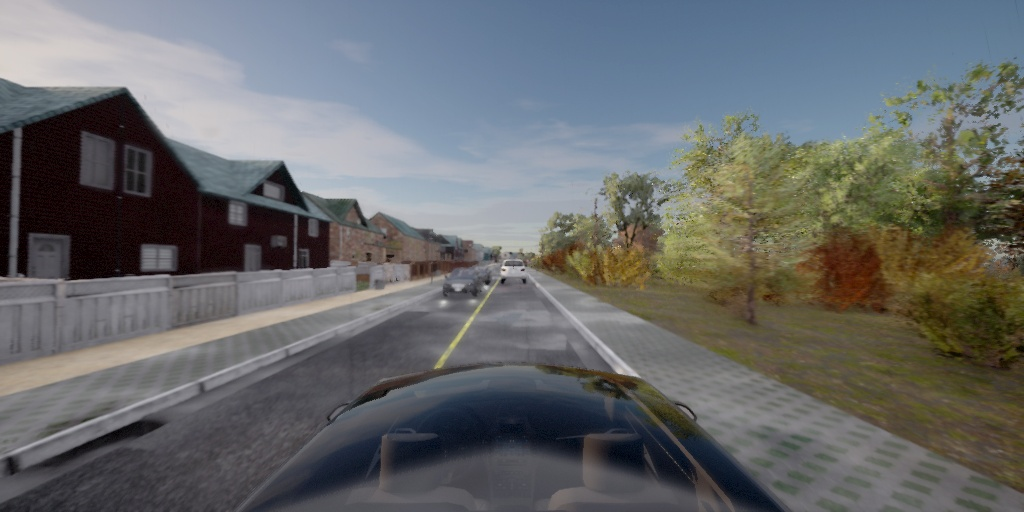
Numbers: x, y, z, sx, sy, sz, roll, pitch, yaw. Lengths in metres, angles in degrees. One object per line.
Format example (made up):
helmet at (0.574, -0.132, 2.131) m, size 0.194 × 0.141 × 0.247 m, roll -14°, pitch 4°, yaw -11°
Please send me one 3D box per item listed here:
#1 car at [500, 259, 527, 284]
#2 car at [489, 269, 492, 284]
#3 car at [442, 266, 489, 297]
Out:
car at (0.152, 1.316, 31.781) m, size 2.150 × 2.045 × 5.566 m, roll 0°, pitch 0°, yaw 1°
car at (-2.684, 1.559, 30.091) m, size 2.128 × 1.511 × 4.902 m, roll 0°, pitch -1°, yaw 0°
car at (-2.712, 1.454, 20.546) m, size 2.128 × 1.511 × 4.902 m, roll 0°, pitch -1°, yaw 0°
